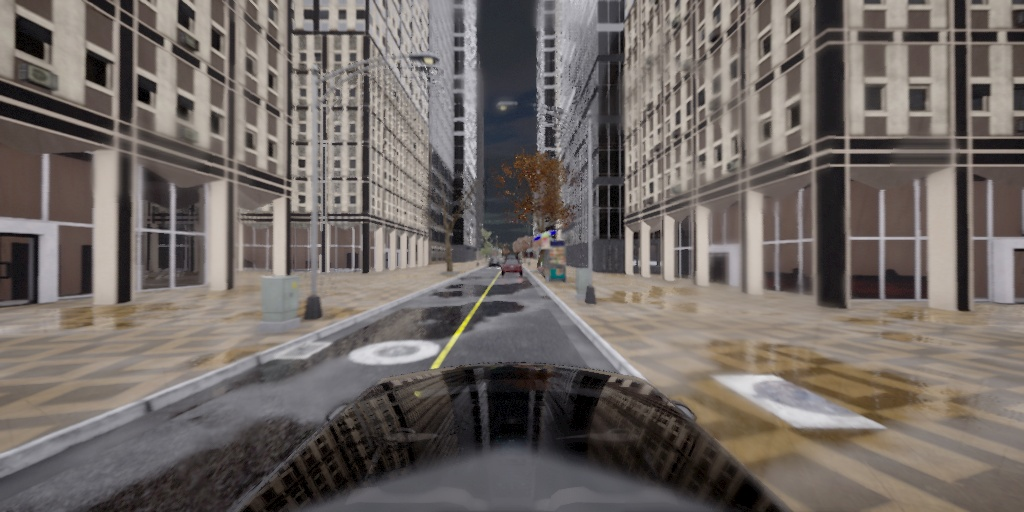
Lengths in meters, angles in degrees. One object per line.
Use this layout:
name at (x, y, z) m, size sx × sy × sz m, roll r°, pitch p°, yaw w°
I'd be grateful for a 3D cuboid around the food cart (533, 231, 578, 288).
food cart at (3.007, 0.142, 25.617) m, size 2.280 × 3.560 × 4.660 m, roll 0°, pitch 0°, yaw 0°

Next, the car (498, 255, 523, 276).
car at (0.011, 0.997, 35.686) m, size 2.097 × 1.767 × 4.553 m, roll 0°, pitch 0°, yaw 0°

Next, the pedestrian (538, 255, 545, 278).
pedestrian at (2.431, 0.810, 28.187) m, size 0.375 × 1.860 × 0.375 m, roll 1°, pitch 0°, yaw 0°

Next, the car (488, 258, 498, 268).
car at (-2.787, 1.086, 57.746) m, size 1.837 × 1.490 × 4.892 m, roll 0°, pitch 0°, yaw 1°
